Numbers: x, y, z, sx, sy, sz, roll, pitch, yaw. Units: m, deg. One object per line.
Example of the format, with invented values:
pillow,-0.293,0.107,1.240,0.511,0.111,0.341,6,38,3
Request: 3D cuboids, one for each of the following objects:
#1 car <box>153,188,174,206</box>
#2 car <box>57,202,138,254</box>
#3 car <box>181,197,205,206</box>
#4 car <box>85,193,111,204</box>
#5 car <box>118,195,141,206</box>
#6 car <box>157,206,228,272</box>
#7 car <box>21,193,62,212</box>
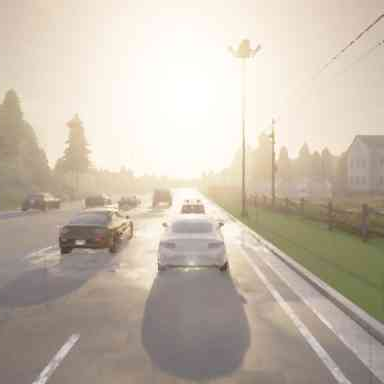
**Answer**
car,-3.433,0.589,39.918,2.150,2.045,5.566,0,1,0
car,-3.402,1.327,12.416,1.812,1.442,4.674,0,1,0
car,0.063,1.128,26.410,2.033,1.411,5.357,0,1,0
car,-10.427,0.885,37.342,1.882,1.535,5.008,0,1,0
car,-6.927,1.009,37.315,1.895,1.301,4.718,0,1,0
car,0.021,1.365,10.044,1.812,1.442,4.674,0,1,1
car,-13.931,0.857,31.119,2.097,1.767,4.553,0,1,0
